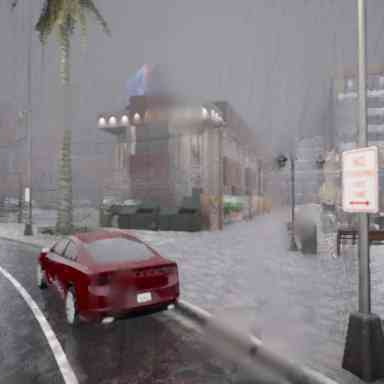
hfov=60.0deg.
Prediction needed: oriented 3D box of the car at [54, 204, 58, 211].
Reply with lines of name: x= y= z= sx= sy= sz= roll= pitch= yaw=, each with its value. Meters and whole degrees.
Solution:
car: x=-26.367 y=2.890 z=62.127 sx=4.718 sy=1.301 sz=1.895 roll=0 pitch=-1 yaw=20

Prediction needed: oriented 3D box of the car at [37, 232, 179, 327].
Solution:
car: x=-2.190 y=1.642 z=7.575 sx=1.882 sy=1.535 sz=5.008 roll=1 pitch=-1 yaw=-34

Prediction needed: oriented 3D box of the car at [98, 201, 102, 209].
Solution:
car: x=-12.660 y=2.488 z=50.148 sx=4.674 sy=1.452 sz=2.002 roll=0 pitch=-1 yaw=20
